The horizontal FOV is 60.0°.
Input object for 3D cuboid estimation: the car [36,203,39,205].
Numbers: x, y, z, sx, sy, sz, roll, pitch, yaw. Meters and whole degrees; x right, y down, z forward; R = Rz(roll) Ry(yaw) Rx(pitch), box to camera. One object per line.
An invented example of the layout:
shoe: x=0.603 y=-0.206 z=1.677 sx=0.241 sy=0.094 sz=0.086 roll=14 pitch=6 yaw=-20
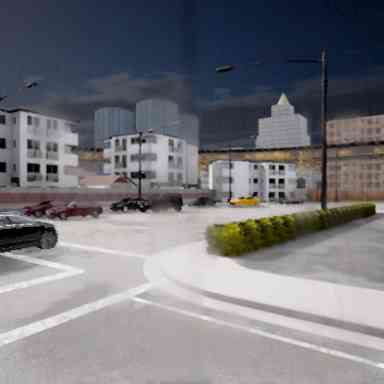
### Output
car: x=-12.099 y=1.354 z=28.504 sx=1.812 sy=1.442 sz=4.674 roll=0 pitch=0 yaw=37

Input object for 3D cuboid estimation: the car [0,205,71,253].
car: x=-6.604 y=1.423 z=11.217 sx=2.128 sy=1.511 sz=4.902 roll=0 pitch=0 yaw=15

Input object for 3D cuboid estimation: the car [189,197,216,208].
car: x=1.466 y=1.361 z=45.722 sx=1.812 sy=1.442 sz=4.674 roll=0 pitch=1 yaw=42

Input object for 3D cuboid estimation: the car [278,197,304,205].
car: x=16.541 y=1.454 z=55.544 sx=4.181 sy=1.385 sz=1.994 roll=0 pitch=0 yaw=-18

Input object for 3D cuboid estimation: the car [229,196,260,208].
car: x=7.364 y=1.341 z=46.526 sx=5.008 sy=1.535 sz=1.882 roll=0 pitch=0 yaw=-37

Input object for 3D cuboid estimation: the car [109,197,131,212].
car: x=-6.598 y=1.335 z=35.736 sx=1.837 sy=1.490 sz=4.892 roll=0 pitch=0 yaw=38

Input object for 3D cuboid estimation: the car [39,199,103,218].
car: x=-9.265 y=1.377 z=26.450 sx=1.812 sy=1.442 sz=4.674 roll=0 pitch=0 yaw=37

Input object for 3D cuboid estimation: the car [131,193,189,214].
car: x=-3.189 y=1.077 z=34.481 sx=2.150 sy=2.045 sz=5.566 roll=0 pitch=0 yaw=37
